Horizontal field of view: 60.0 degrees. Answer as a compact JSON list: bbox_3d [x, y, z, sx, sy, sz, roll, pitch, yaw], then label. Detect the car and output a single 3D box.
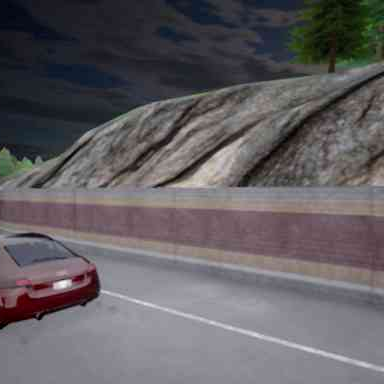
[{"bbox_3d":[-3.801,1.555,6.946,4.181,1.385,1.994,0,0,38],"label":"car"}]
